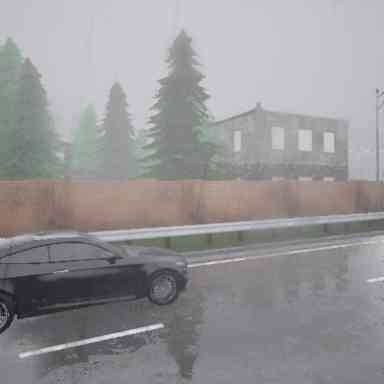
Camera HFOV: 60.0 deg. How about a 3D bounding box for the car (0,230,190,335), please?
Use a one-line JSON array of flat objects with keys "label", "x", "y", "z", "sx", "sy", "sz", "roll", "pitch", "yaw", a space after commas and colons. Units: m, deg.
[{"label": "car", "x": -2.316, "y": 1.479, "z": 6.370, "sx": 4.674, "sy": 1.442, "sz": 1.812, "roll": -1, "pitch": 1, "yaw": -27}]
